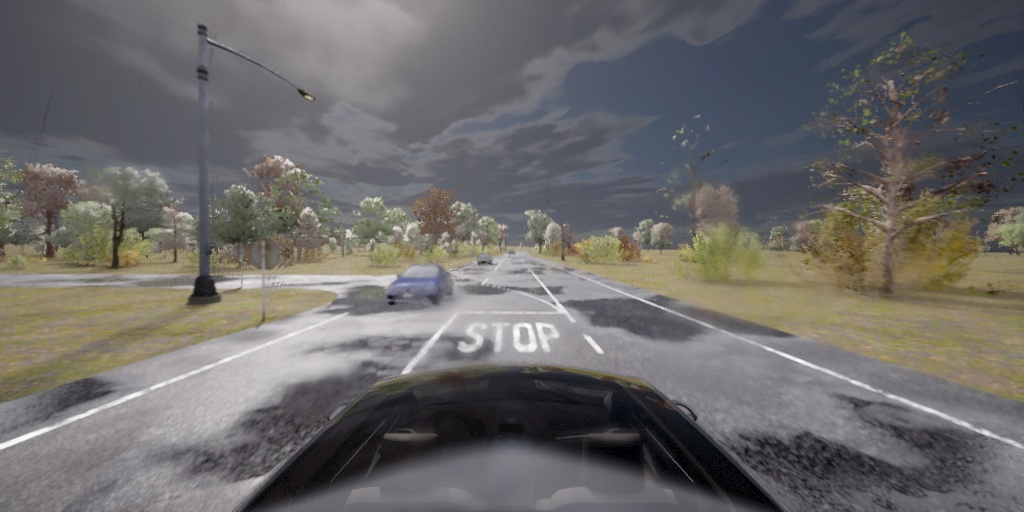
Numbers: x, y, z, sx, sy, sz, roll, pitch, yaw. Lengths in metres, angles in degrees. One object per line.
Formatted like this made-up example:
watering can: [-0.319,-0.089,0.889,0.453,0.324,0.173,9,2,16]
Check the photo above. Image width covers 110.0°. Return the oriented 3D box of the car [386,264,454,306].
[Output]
car: [-3.499,1.056,14.473,1.812,1.442,4.674,0,1,0]

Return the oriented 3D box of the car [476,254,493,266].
car: [-3.436,0.505,46.003,1.837,1.490,4.892,0,1,0]
